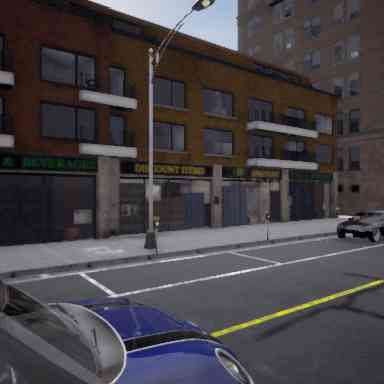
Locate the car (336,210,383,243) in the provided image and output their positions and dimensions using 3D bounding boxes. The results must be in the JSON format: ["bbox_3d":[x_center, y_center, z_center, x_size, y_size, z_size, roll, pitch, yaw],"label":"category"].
[{"bbox_3d":[8.836,1.566,16.200,4.313,1.339,1.947,0,0,-35],"label":"car"}]

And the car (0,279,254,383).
[{"bbox_3d":[-1.657,1.351,2.098,4.553,1.767,2.097,0,0,-35],"label":"car"}]
